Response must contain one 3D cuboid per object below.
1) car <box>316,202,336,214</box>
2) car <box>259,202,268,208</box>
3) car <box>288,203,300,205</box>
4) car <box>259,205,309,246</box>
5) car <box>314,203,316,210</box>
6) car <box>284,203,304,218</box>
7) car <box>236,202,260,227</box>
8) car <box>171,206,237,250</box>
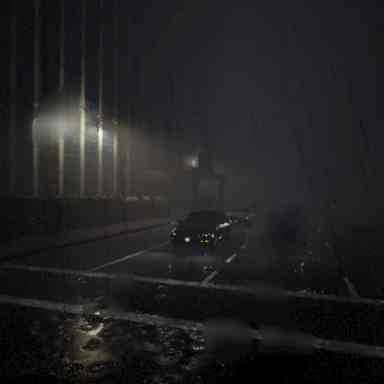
[{"bbox_3d":[16.408,1.925,40.561,1.812,1.442,4.674,0,0,19],"label":"car"},{"bbox_3d":[7.111,1.779,35.095,1.882,1.535,5.008,0,0,18],"label":"car"},{"bbox_3d":[7.747,1.785,25.833,2.033,1.411,5.357,0,0,19],"label":"car"},{"bbox_3d":[4.671,1.627,16.457,1.882,1.535,5.008,0,0,18],"label":"car"},{"bbox_3d":[19.538,2.091,50.278,1.895,1.301,4.718,0,0,18],"label":"car"},{"bbox_3d":[10.876,1.891,35.341,1.994,1.385,4.181,0,0,18],"label":"car"},{"bbox_3d":[3.676,1.729,24.634,1.812,1.442,4.674,0,0,18],"label":"car"},{"bbox_3d":[0.578,1.620,15.206,1.837,1.490,4.892,0,0,18],"label":"car"}]
